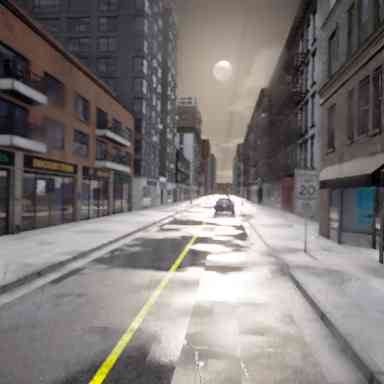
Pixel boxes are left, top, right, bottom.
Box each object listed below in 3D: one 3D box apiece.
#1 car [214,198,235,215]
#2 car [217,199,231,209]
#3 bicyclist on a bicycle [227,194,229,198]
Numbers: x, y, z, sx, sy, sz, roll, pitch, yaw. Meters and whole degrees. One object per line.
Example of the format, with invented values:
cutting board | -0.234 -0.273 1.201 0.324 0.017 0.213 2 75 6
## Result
car | 3.469 1.414 35.318 2.097 1.767 4.553 1 0 6
car | 4.627 1.679 47.248 1.895 1.301 4.718 1 0 6
bicyclist on a bicycle | 9.095 1.478 84.659 0.659 1.776 1.843 1 0 6
